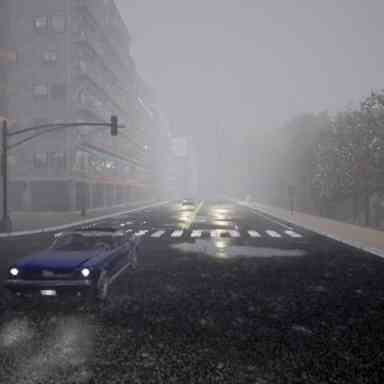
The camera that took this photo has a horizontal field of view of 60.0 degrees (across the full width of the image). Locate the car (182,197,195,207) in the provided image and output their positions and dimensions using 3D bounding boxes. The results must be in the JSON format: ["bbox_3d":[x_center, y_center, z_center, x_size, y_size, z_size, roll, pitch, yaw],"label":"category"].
[{"bbox_3d":[-0.467,1.557,52.119,2.033,1.411,5.357,0,0,3],"label":"car"}]

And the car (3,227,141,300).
[{"bbox_3d":[-2.698,1.653,8.702,1.895,1.301,4.718,0,0,3],"label":"car"}]
